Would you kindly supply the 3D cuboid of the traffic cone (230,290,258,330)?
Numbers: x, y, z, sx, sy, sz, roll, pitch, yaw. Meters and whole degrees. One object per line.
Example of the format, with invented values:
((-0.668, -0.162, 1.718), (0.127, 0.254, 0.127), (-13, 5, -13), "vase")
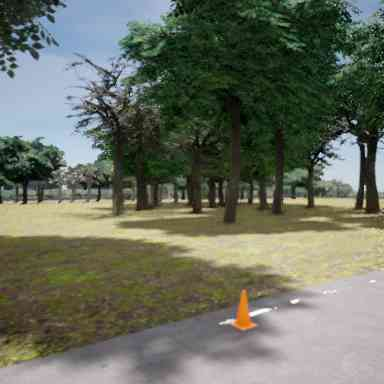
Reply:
((0.881, 1.959, 5.634), (0.340, 0.580, 0.340), (0, 0, -36), "traffic cone")
